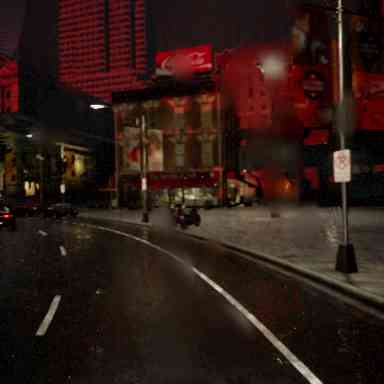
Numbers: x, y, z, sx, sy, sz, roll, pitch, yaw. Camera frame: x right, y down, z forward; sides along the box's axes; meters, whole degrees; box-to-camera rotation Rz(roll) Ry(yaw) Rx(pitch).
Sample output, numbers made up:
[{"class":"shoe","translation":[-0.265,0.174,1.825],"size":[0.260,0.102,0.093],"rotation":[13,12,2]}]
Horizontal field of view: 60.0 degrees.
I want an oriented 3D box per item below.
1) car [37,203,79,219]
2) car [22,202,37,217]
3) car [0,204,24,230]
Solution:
[{"class":"car","translation":[-12.549,1.784,31.310],"size":[1.895,1.301,4.718],"rotation":[-1,0,-44]},{"class":"car","translation":[-17.014,1.799,34.903],"size":[4.674,1.452,2.002],"rotation":[-1,0,36]},{"class":"car","translation":[-13.041,1.718,21.966],"size":[2.128,1.511,4.902],"rotation":[-1,0,-39]}]
